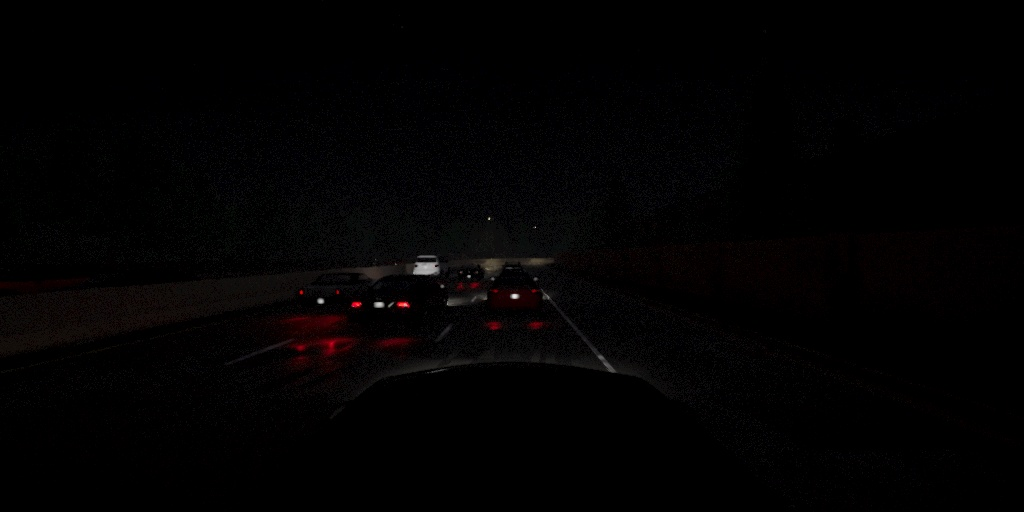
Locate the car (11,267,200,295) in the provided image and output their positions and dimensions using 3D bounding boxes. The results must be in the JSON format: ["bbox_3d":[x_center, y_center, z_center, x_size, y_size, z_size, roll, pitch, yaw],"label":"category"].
[{"bbox_3d":[-14.107,1.255,13.261,1.837,1.490,4.892,0,0,0],"label":"car"}]

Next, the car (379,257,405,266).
[{"bbox_3d":[-17.597,1.080,53.635,2.097,1.767,4.553,0,0,0],"label":"car"}]

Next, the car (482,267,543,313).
[{"bbox_3d":[0.091,1.307,13.932,1.994,1.385,4.181,0,0,0],"label":"car"}]

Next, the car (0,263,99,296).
[{"bbox_3d":[-17.607,1.104,13.086,2.097,1.767,4.553,0,0,0],"label":"car"}]

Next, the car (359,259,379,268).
[{"bbox_3d":[-21.096,1.222,53.299,2.128,1.511,4.902,0,0,0],"label":"car"}]

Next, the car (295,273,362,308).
[{"bbox_3d":[-6.909,1.346,15.177,1.895,1.301,4.718,0,0,0],"label":"car"}]

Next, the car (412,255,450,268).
[{"bbox_3d":[-6.922,0.958,31.389,2.150,2.045,5.566,0,0,0],"label":"car"}]

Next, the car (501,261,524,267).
[{"bbox_3d":[0.077,1.224,32.290,2.128,1.511,4.902,0,0,0],"label":"car"}]

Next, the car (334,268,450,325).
[{"bbox_3d":[-3.406,1.294,11.700,2.033,1.411,5.357,0,0,0],"label":"car"}]

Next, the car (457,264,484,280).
[{"bbox_3d":[-3.421,1.336,30.719,1.895,1.301,4.718,0,0,0],"label":"car"}]

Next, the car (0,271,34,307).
[{"bbox_3d":[-21.106,1.317,12.981,1.994,1.385,4.181,0,0,0],"label":"car"}]
